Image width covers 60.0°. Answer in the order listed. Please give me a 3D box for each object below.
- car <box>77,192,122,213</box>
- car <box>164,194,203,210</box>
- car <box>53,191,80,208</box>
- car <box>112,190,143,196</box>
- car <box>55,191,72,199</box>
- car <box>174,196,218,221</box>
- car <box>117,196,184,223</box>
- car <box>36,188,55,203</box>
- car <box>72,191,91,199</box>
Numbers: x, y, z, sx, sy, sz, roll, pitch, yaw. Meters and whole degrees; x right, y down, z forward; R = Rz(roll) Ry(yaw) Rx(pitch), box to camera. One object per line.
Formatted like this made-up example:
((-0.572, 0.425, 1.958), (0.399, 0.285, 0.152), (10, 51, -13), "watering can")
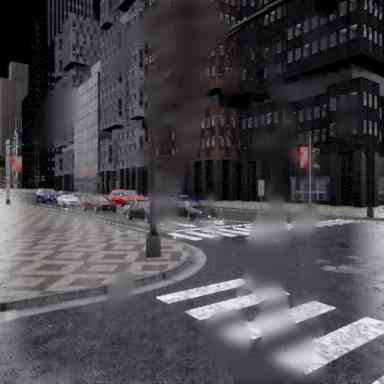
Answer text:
((-8.663, 1.080, 30.867), (1.882, 1.535, 5.008), (0, 1, -36), "car")
((-1.059, 1.056, 37.329), (1.882, 1.535, 5.008), (0, 1, -36), "car")
((-14.460, 0.985, 38.843), (1.812, 1.442, 4.674), (0, 1, -35), "car")
((-6.414, 0.810, 33.302), (2.150, 2.045, 5.566), (0, 1, -36), "car")
((-25.132, 0.509, 64.948), (1.882, 1.535, 5.008), (0, 1, -36), "car")
((-0.460, 1.280, 25.041), (2.033, 1.411, 5.357), (0, 1, -39), "car")
((-3.065, 1.284, 23.183), (2.033, 1.411, 5.357), (0, 1, -35), "car")
((-20.676, 0.521, 47.508), (2.150, 2.045, 5.566), (0, 1, -36), "car")
((-21.985, 0.531, 66.145), (2.128, 1.511, 4.902), (0, 1, -36), "car")
